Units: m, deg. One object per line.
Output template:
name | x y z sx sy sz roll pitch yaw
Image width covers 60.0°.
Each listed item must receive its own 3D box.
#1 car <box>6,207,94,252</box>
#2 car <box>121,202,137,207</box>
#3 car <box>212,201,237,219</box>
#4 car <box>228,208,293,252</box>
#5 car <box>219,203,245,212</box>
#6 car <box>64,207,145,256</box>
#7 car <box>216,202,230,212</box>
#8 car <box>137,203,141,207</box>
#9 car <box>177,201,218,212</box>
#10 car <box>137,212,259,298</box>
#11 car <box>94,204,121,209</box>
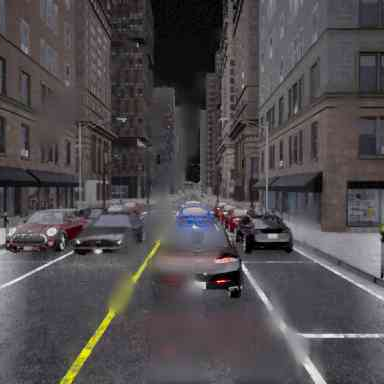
car | -5.728 1.439 13.582 1.967 1.590 4.097 -1 0 0
car | -5.687 1.550 24.592 2.008 1.369 4.403 -1 0 0
car | 2.857 1.545 30.067 1.887 1.381 4.507 -1 0 0
car | 2.799 1.565 13.552 1.947 1.339 4.313 -1 0 0
car | 2.818 1.544 19.056 1.887 1.381 4.507 -1 0 0
car | -3.046 1.546 13.462 2.033 1.411 5.357 0 0 0
car | 2.838 1.544 24.562 1.887 1.381 4.507 -1 0 0
car | -5.668 1.545 30.098 1.887 1.381 4.507 -1 0 0
car | 0.163 1.477 17.991 1.882 1.535 5.008 0 0 0
car | 0.128 1.490 8.486 2.128 1.511 4.902 0 0 0
car | -5.707 1.565 19.087 1.947 1.339 4.313 -1 0 0
